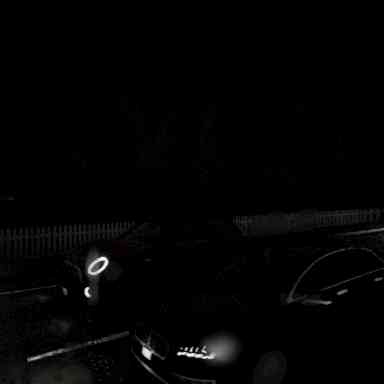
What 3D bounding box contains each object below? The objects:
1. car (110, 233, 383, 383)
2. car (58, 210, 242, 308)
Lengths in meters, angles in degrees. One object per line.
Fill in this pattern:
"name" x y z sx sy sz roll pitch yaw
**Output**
"car" 1.484 1.504 5.042 4.892 1.490 1.837 0 0 -35
"car" -0.651 1.352 7.817 4.553 1.767 2.097 0 0 -35
